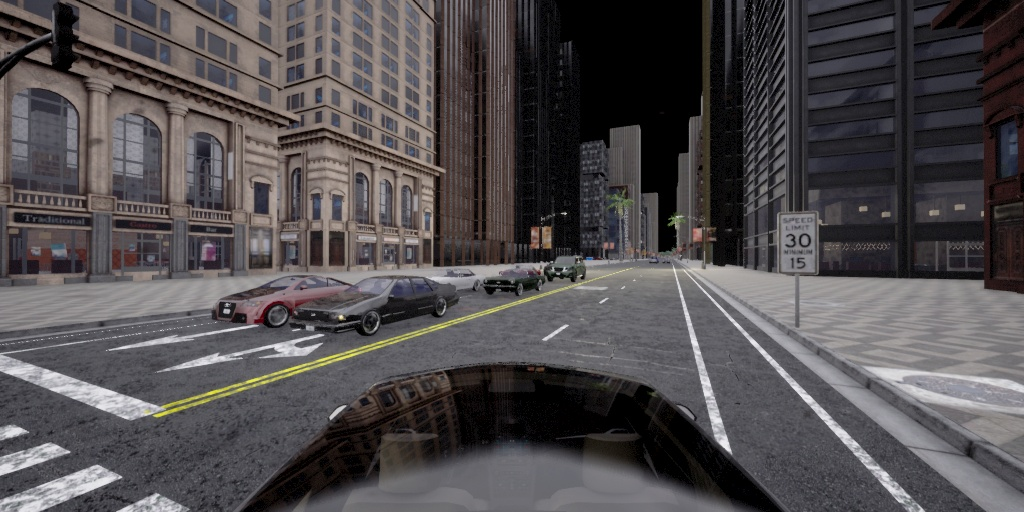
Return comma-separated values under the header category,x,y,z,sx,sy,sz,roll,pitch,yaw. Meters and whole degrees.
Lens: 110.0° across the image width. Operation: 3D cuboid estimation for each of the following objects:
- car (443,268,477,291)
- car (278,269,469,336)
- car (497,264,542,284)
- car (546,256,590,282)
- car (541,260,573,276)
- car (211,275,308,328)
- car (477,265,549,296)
category,x,y,z,sx,sy,sz,roll,pitch,yaw
car,-3.356,1.357,19.523,1.895,1.301,4.718,0,0,24
car,-3.652,1.299,10.826,2.033,1.411,5.357,0,0,24
car,0.680,1.365,28.631,1.895,1.301,4.718,0,0,24
car,4.566,0.987,29.373,2.150,2.045,5.566,0,0,24
car,4.847,1.252,37.947,1.882,1.535,5.008,0,0,24
car,-6.899,1.316,11.510,1.994,1.385,4.181,0,0,24
car,0.231,1.358,19.594,1.895,1.301,4.718,0,0,24
